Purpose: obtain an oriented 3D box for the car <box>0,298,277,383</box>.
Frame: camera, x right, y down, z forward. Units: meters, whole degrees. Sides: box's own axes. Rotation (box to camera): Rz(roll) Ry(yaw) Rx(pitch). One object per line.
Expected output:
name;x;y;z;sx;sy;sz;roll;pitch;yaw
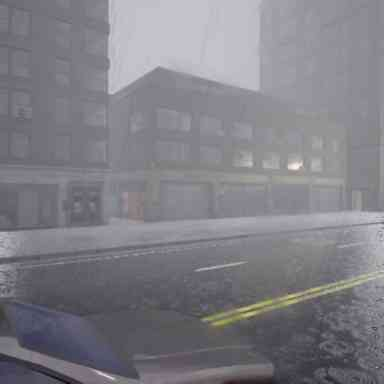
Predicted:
car;-1.768;1.546;2.176;5.357;1.411;2.033;0;0;-35
